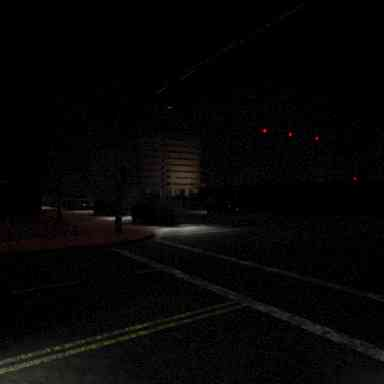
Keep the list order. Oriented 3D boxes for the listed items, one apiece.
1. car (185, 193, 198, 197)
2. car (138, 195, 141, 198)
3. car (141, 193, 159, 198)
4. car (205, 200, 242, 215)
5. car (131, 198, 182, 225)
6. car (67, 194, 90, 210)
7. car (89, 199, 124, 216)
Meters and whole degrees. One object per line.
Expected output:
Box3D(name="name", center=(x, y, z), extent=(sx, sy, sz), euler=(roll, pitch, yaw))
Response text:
Box3D(name="car", center=(1.246, 1.156, 65.267), extent=(3.866, 1.878, 1.905), euler=(0, 0, -34))
Box3D(name="car", center=(-11.359, 1.153, 83.926), extent=(4.605, 1.855, 1.932), euler=(0, 0, -34))
Box3D(name="car", center=(-9.782, 1.156, 81.499), extent=(3.866, 1.878, 1.905), euler=(0, 0, -34))
Box3D(name="car", center=(3.251, 1.525, 34.685), extent=(1.812, 1.442, 4.674), euler=(0, 0, -32))
Box3D(name="car", center=(-2.887, 1.478, 24.489), extent=(1.882, 1.535, 5.008), euler=(0, 0, -31))
Box3D(name="car", center=(-14.595, 1.222, 42.864), extent=(2.150, 2.045, 5.566), euler=(0, 0, -33))
Box3D(name="car", center=(-8.316, 1.478, 33.039), extent=(1.882, 1.535, 5.008), euler=(0, 0, -33))
